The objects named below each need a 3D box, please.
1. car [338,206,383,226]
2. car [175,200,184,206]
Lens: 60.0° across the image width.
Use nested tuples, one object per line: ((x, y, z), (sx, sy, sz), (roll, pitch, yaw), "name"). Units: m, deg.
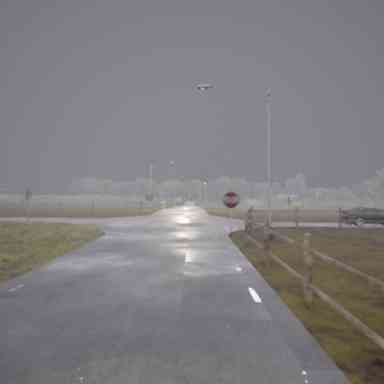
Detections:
((13.920, 1.908, 25.792), (4.892, 1.490, 1.837), (1, -2, 0), "car")
((-2.771, 2.507, 77.731), (1.994, 1.385, 4.181), (0, -2, 0), "car")
